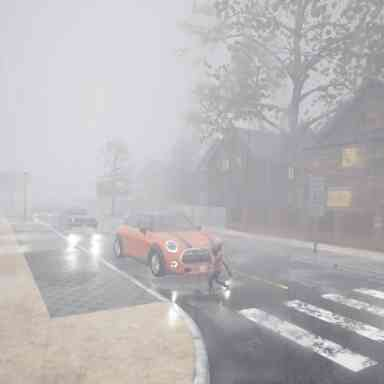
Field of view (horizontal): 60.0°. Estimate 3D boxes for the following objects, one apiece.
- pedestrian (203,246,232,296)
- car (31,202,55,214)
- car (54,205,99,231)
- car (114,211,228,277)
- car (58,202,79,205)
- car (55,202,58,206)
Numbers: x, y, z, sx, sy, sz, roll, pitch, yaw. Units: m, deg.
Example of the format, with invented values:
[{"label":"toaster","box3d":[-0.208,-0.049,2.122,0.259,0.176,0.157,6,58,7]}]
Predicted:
[{"label":"pedestrian","box3d":[0.584,1.359,7.632,0.375,1.860,0.375,1,-1,-30]},{"label":"car","box3d":[-18.837,1.933,41.686,1.812,1.442,4.674,2,-2,-30]},{"label":"car","box3d":[-7.739,1.807,22.503,1.895,1.301,4.718,2,-1,-30]},{"label":"car","box3d":[-0.847,1.451,10.711,2.097,1.767,4.553,2,-1,-32]},{"label":"car","box3d":[-14.235,1.972,39.369,1.812,1.442,4.674,2,-2,-30]},{"label":"car","box3d":[-19.258,2.144,47.859,1.895,1.301,4.718,2,-2,-30]}]
